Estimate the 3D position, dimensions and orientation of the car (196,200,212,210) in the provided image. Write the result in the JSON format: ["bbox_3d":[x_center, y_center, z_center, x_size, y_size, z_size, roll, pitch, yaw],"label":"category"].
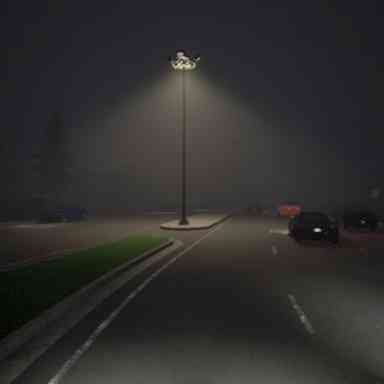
[{"bbox_3d":[1.960,1.978,52.198,2.033,1.411,5.357,0,0,13],"label":"car"}]

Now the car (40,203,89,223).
[{"bbox_3d":[-10.679,1.707,28.158,1.882,1.535,5.008,0,0,13],"label":"car"}]

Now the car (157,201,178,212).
[{"bbox_3d":[-3.275,1.896,45.012,1.812,1.442,4.674,0,0,13],"label":"car"}]

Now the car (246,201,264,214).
[{"bbox_3d":[7.672,1.861,40.471,1.812,1.442,4.674,0,0,13],"label":"car"}]

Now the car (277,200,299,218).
[{"bbox_3d":[9.725,1.631,33.618,2.097,1.767,4.553,0,-1,13],"label":"car"}]

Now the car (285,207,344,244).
[{"bbox_3d":[6.060,1.706,16.929,1.994,1.385,4.181,0,0,12],"label":"car"}]

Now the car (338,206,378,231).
[{"bbox_3d":[10.786,1.665,22.317,1.882,1.535,5.008,0,0,12],"label":"car"}]
